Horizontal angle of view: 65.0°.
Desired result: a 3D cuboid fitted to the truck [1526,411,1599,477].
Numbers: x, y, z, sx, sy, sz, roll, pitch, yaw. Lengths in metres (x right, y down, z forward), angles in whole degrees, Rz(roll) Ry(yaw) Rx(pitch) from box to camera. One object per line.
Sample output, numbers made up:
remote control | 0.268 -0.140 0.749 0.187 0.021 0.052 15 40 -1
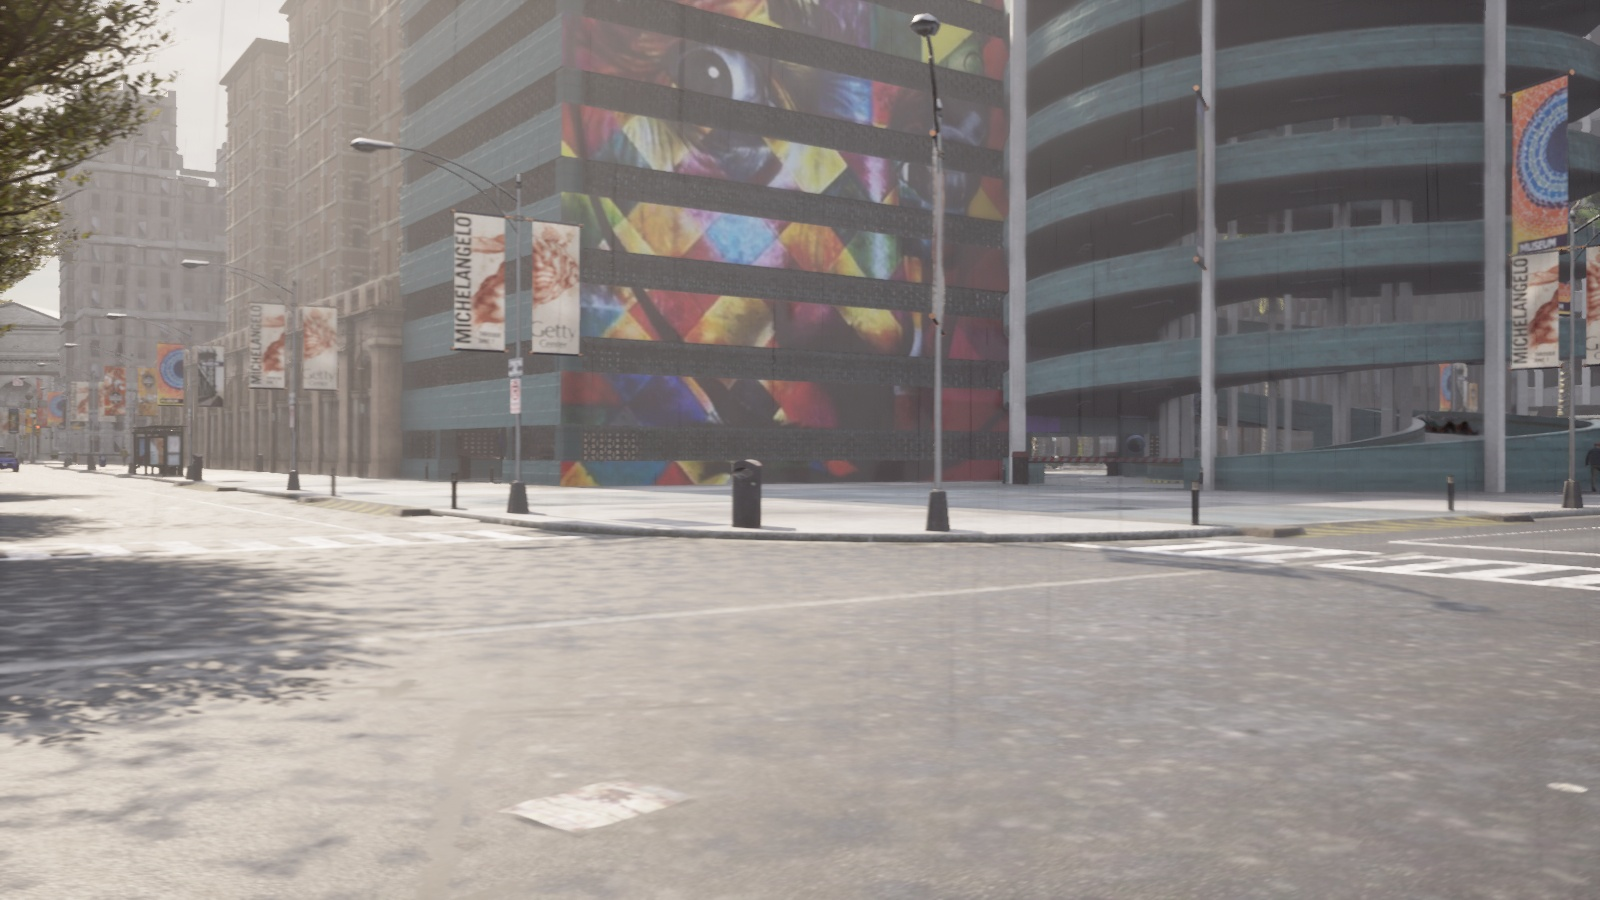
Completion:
truck | 47.464 -0.339 73.932 2.891 3.827 8.468 0 0 -16

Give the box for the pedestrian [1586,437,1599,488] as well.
pedestrian | 28.868 0.452 45.514 0.726 1.842 0.402 0 0 -39
